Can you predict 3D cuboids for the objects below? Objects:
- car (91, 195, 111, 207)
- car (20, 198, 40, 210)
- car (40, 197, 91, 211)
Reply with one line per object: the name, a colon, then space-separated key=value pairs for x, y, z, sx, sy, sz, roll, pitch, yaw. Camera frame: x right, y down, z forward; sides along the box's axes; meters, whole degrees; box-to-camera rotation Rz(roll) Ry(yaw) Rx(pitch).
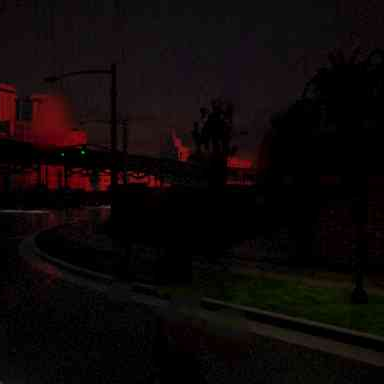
car: x=-12.958 y=1.260 z=47.970 sx=2.128 sy=1.511 sz=4.902 roll=0 pitch=1 yaw=37
car: x=-18.475 y=1.403 z=40.665 sx=1.812 sy=1.442 sz=4.674 roll=0 pitch=1 yaw=37
car: x=-14.908 y=1.364 z=39.579 sx=1.837 sy=1.490 sz=4.892 roll=0 pitch=1 yaw=37
